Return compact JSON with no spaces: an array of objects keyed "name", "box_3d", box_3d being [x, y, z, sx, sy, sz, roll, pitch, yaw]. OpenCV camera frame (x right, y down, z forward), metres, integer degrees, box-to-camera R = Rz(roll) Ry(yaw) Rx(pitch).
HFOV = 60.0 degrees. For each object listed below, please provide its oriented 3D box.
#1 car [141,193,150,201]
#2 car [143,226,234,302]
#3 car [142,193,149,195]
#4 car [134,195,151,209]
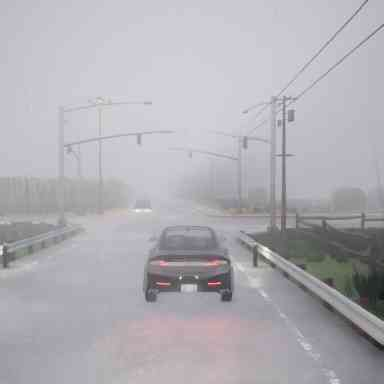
[{"name":"car","box_3d":[-9.297,0.999,66.741,1.837,1.490,4.892,0,2,-7]},{"name":"car","box_3d":[-0.097,1.614,8.519,2.128,1.511,4.902,0,-2,-1]},{"name":"car","box_3d":[-7.672,1.253,53.588,1.812,1.442,4.674,0,1,-7]},{"name":"car","box_3d":[-6.403,1.470,43.465,1.994,1.385,4.181,0,1,-7]}]
